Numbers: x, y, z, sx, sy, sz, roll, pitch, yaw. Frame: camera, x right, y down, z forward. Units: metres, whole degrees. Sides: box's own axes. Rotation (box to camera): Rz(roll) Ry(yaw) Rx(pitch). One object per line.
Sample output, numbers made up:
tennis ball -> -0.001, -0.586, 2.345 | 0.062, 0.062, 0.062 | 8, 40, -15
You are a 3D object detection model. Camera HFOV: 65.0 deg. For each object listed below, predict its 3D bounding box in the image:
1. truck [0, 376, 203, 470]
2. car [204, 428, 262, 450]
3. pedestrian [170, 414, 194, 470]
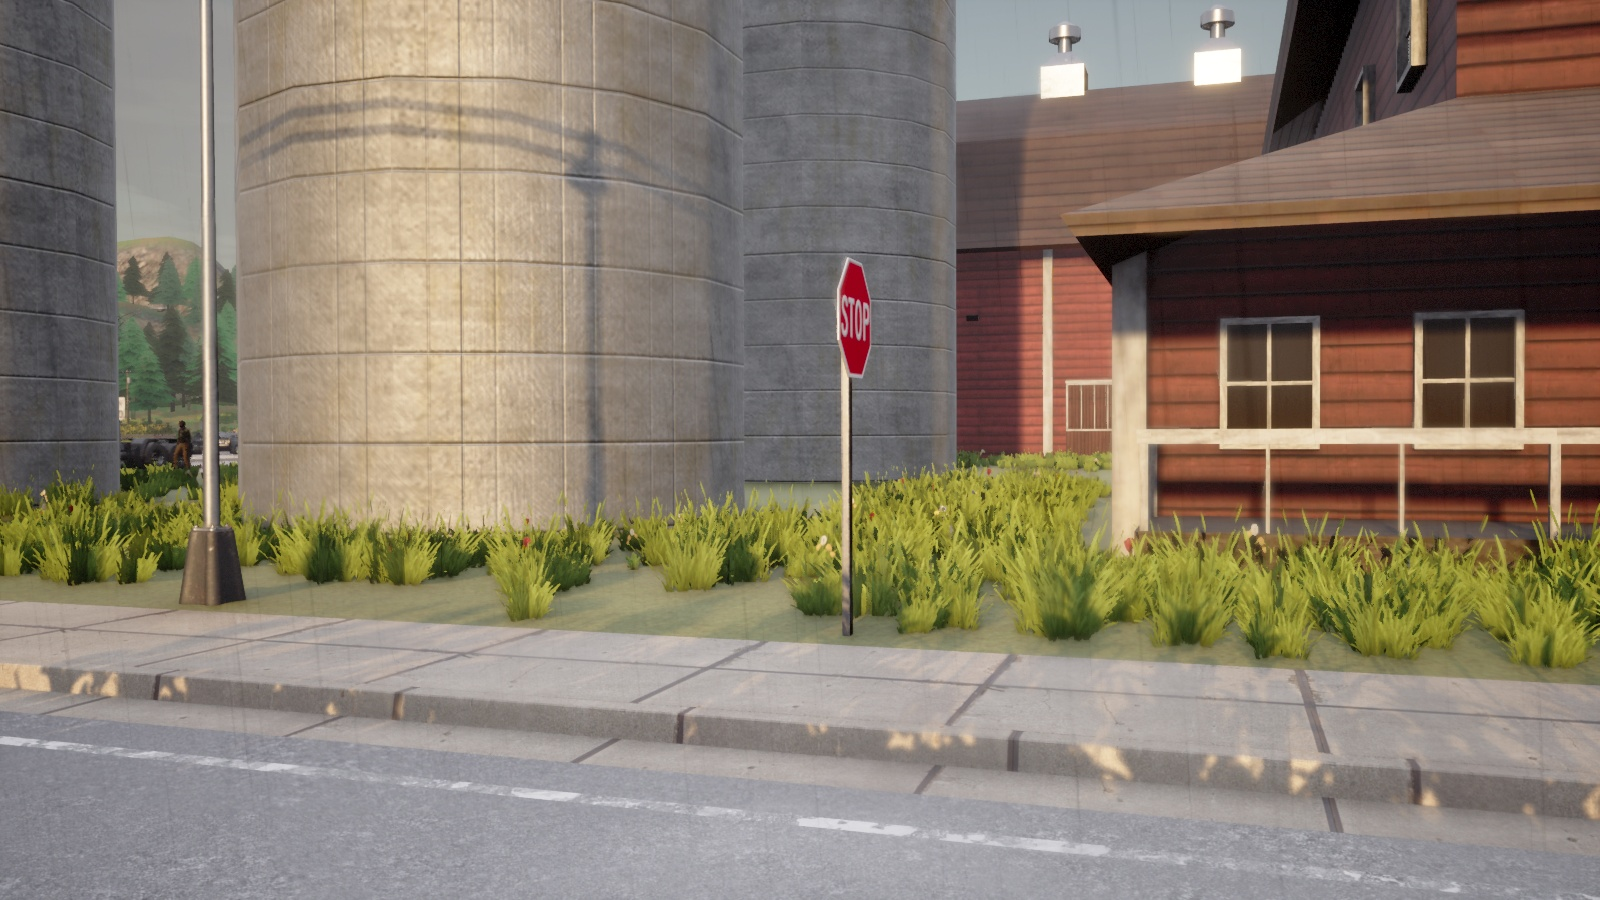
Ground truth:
truck -> -28.115, -1.067, 50.335 | 2.891, 3.462, 7.936 | 1, 1, 18
car -> -40.238, -0.807, 89.285 | 2.007, 1.525, 4.514 | 0, 1, 1
pedestrian -> -21.471, -0.298, 43.651 | 0.395, 1.930, 0.692 | 0, 1, 15
